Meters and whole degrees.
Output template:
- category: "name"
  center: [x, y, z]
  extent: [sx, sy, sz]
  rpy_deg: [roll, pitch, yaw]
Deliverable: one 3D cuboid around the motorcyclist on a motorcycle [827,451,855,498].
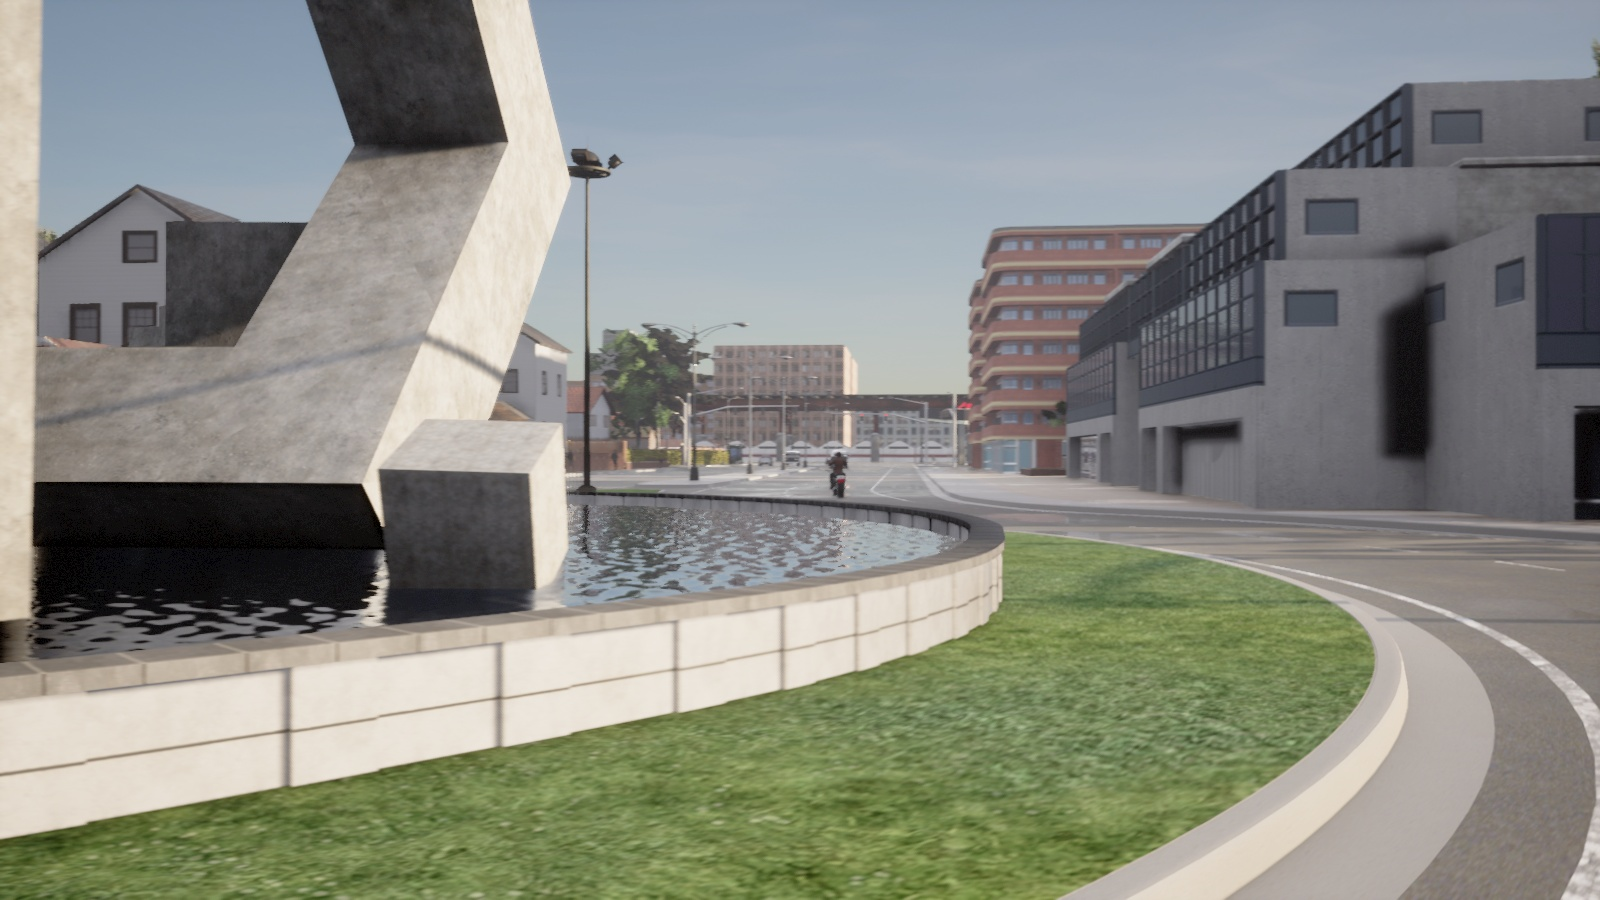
- category: "motorcyclist on a motorcycle"
  center: [1.453, 0.863, 45.031]
  extent: [0.766, 1.649, 2.350]
  rpy_deg: [0, 0, -4]
